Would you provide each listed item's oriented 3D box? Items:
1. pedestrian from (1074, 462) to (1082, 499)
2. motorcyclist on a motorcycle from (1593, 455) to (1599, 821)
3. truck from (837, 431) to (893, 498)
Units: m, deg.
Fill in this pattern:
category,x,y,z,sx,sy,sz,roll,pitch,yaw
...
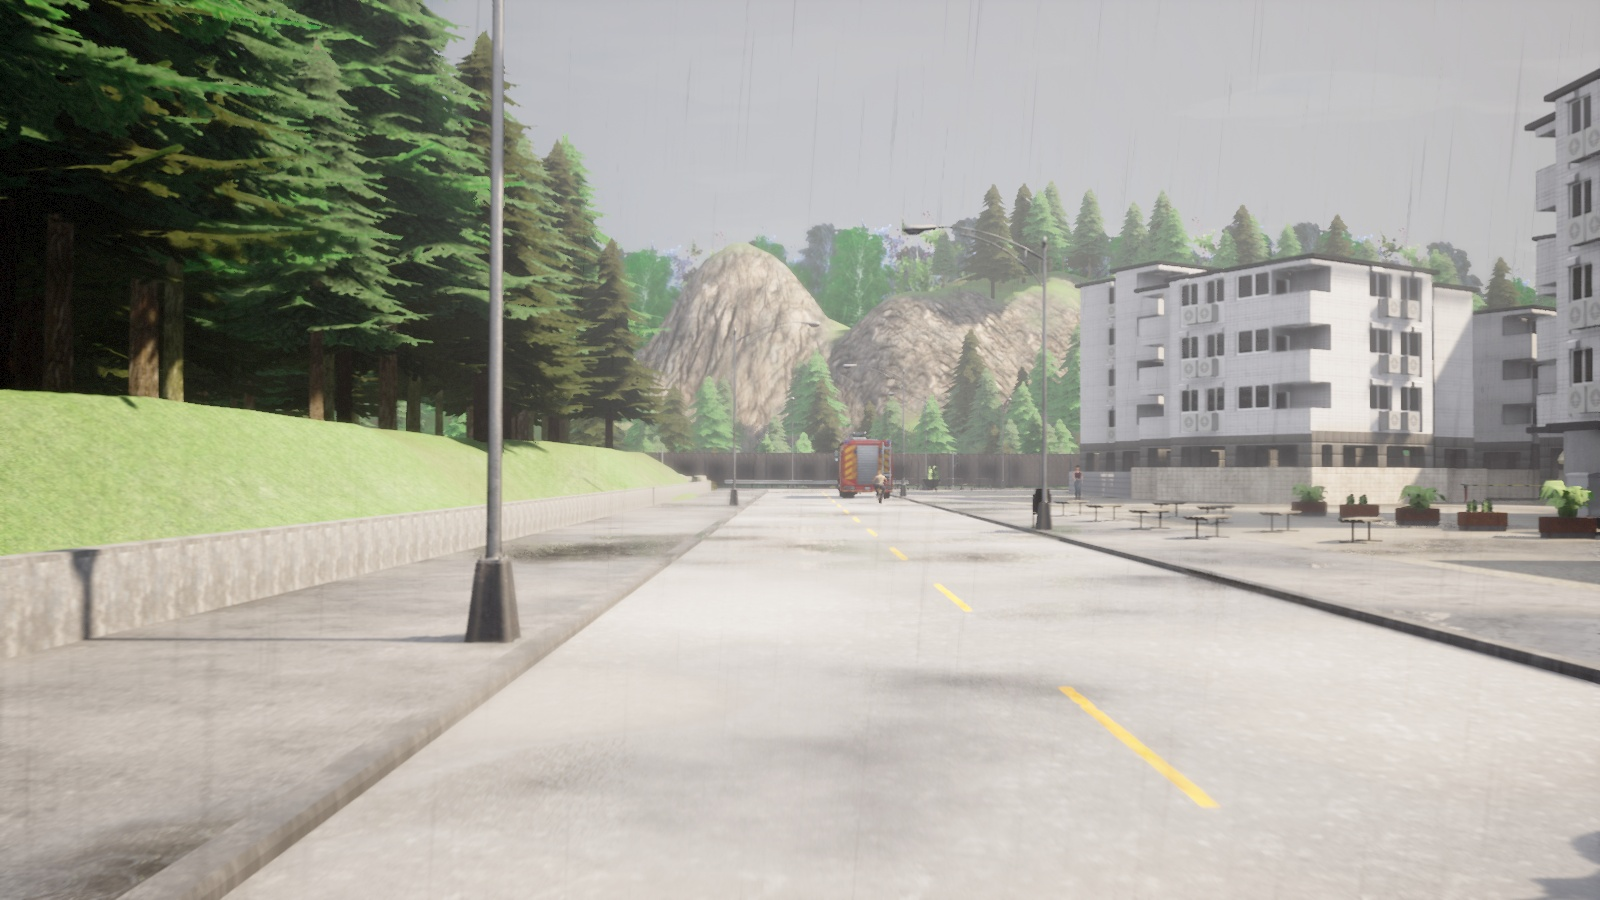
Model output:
category,x,y,z,sx,sy,sz,roll,pitch,yaw
pedestrian,14.028,1.530,63.434,0.345,1.836,0.594,0,-1,9
motorcyclist on a motorcycle,3.990,0.825,4.513,0.766,1.649,2.350,0,-1,0
truck,3.821,0.897,75.410,2.891,3.827,8.468,0,-1,0
